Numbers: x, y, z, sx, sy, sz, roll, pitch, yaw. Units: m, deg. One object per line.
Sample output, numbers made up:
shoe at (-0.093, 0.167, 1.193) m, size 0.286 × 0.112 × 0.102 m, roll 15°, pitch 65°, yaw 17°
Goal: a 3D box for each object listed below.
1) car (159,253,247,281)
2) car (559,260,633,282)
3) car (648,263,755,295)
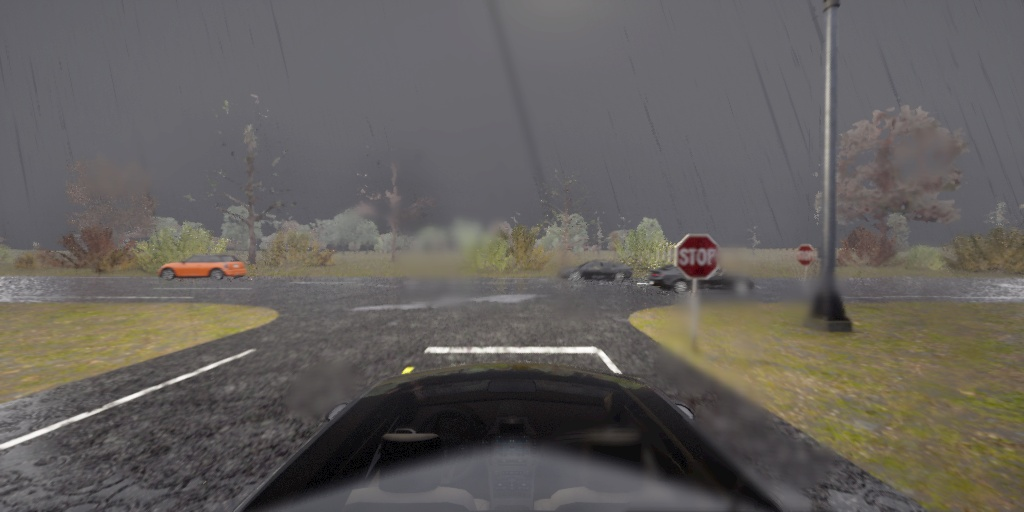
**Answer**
car at (-20.419, 0.690, 23.745) m, size 4.553 × 1.767 × 2.097 m, roll 0°, pitch 1°, yaw -2°
car at (5.684, 1.032, 24.450) m, size 4.892 × 1.490 × 1.837 m, roll 0°, pitch 1°, yaw -2°
car at (9.204, 1.071, 17.537) m, size 4.892 × 1.490 × 1.837 m, roll 0°, pitch 1°, yaw -2°
